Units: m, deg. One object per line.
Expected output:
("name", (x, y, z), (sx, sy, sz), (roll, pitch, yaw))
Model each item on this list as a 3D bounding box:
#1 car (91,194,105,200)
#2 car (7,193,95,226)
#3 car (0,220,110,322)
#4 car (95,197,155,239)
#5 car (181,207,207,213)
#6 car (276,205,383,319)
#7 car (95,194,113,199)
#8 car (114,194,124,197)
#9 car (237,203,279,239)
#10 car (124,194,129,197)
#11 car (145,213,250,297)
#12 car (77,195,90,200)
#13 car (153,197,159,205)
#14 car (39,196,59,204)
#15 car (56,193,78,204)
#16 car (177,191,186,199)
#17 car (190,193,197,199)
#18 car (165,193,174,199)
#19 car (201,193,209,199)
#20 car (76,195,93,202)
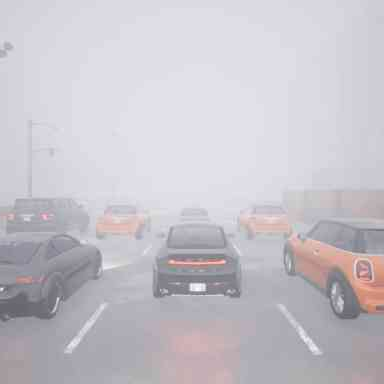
("car", (-24.234, 1.332, 85.740), (2.128, 1.511, 4.902), (0, 1, 1))
("car", (-6.892, 1.223, 16.586), (2.150, 2.045, 5.566), (0, 0, 0))
("car", (-3.396, 1.564, 7.350), (1.994, 1.385, 4.181), (0, 0, 0))
("car", (-3.391, 1.352, 17.318), (2.097, 1.767, 4.553), (0, 0, 0))
("car", (0.117, 1.547, 18.625), (2.033, 1.411, 5.357), (0, 0, 0))
("car", (3.604, 1.352, 7.517), (2.097, 1.767, 4.553), (0, 0, 0))
("car", (-17.416, 1.463, 65.046), (1.837, 1.490, 4.892), (0, 0, 0))
("car", (-17.332, 1.393, 74.755), (1.882, 1.535, 5.008), (0, 0, 1))
("car", (3.609, 1.352, 17.271), (2.097, 1.767, 4.553), (0, 0, 0))
("car", (-17.240, 1.339, 85.045), (1.812, 1.442, 4.674), (0, 1, 1))
("car", (0.105, 1.505, 8.533), (1.837, 1.490, 4.892), (0, 0, 0))
("car", (-27.739, 1.410, 85.104), (1.895, 1.301, 4.718), (0, 1, 1))
("car", (-6.837, 1.558, 56.883), (1.994, 1.385, 4.181), (0, 0, 0))
("car", (-27.916, 1.569, 65.081), (1.895, 1.301, 4.718), (0, 0, 0))
("car", (-24.414, 1.198, 65.321), (2.150, 2.045, 5.566), (0, 0, 0))
("car", (-3.162, 1.192, 93.644), (1.837, 1.490, 4.892), (0, 1, 1))
("car", (0.338, 1.170, 93.610), (1.882, 1.535, 5.008), (0, 1, 1))
("car", (-6.661, 1.192, 93.673), (1.837, 1.490, 4.892), (0, 1, 1))
("car", (3.842, 1.242, 93.991), (1.994, 1.385, 4.181), (0, 1, 1))
("car", (-24.326, 1.435, 75.437), (2.128, 1.511, 4.902), (0, 0, 1))
